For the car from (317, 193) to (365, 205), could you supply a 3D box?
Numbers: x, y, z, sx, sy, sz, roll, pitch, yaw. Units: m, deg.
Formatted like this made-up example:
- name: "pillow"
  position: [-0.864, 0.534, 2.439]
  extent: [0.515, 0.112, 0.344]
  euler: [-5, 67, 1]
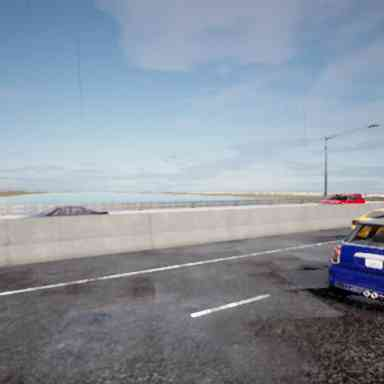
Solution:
- name: "car"
  position: [13.873, 1.155, 30.869]
  extent: [5.566, 2.045, 2.150]
  euler: [0, 0, -34]

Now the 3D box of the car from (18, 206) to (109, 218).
- name: "car"
  position: [-7.657, 1.541, 20.023]
  extent: [5.357, 1.411, 2.033]
  euler: [0, 0, -35]

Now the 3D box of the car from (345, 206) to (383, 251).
- name: "car"
  position: [8.859, 1.442, 14.321]
  extent: [5.008, 1.535, 1.882]
  euler: [0, 0, -35]

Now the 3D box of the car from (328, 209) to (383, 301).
- name: "car"
  position: [5.081, 1.333, 7.355]
  extent: [4.553, 1.767, 2.097]
  euler: [0, 0, -35]
